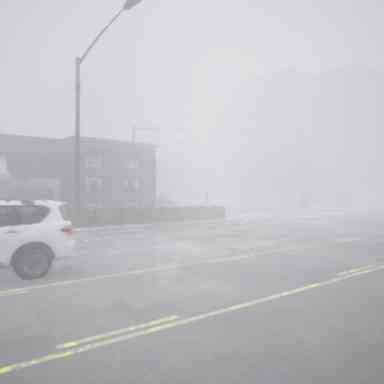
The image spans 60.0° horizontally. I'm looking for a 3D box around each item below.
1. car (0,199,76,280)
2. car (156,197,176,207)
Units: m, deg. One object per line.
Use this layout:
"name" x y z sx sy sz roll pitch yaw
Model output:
"car" -5.867 1.224 8.404 5.566 2.045 2.150 0 0 -36
"car" -4.441 1.569 51.601 1.837 1.490 4.892 0 0 -37
